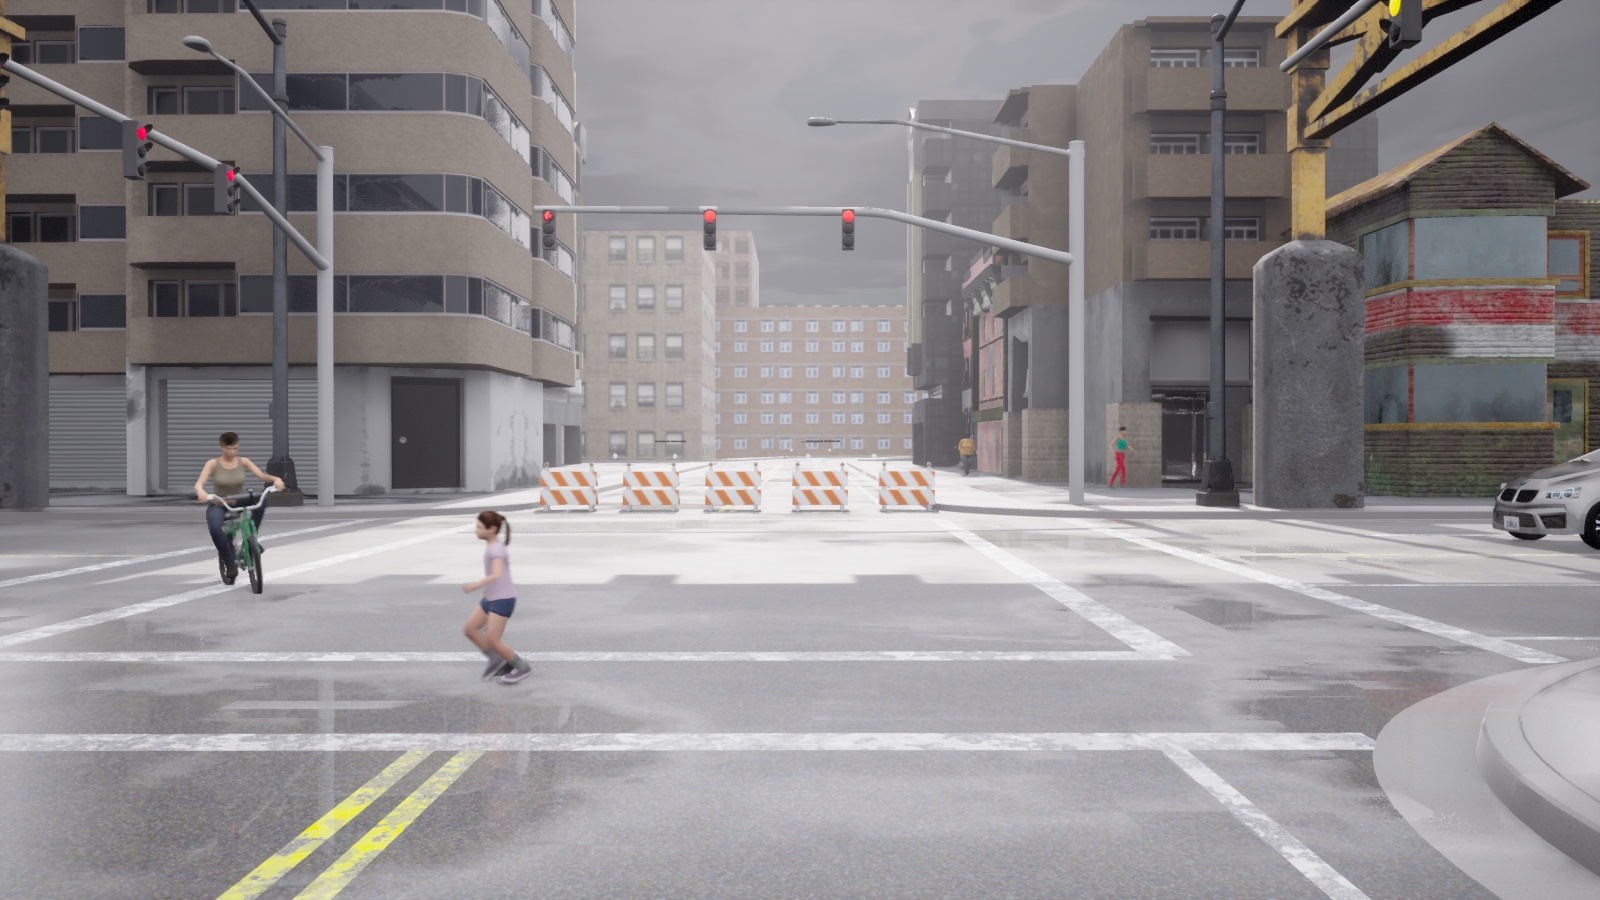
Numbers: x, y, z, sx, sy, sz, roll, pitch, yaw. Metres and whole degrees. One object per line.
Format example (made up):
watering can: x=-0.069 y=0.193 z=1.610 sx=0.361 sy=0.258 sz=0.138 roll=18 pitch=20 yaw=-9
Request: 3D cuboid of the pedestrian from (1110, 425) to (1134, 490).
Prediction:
pedestrian: x=9.278 y=0.215 z=36.208 sx=0.345 sy=1.836 sz=0.594 roll=0 pitch=0 yaw=-38

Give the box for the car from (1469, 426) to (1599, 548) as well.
car: x=12.614 y=0.498 z=18.226 sx=4.611 sy=1.667 sz=2.242 roll=0 pitch=0 yaw=0

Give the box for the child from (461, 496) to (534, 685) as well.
child: x=-1.848 y=0.842 z=7.667 sx=0.394 sy=1.110 sz=0.255 roll=0 pitch=0 yaw=-24

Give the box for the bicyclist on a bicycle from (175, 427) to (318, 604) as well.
bicyclist on a bicycle: x=-5.585 y=0.607 z=12.624 sx=0.866 sy=1.612 sz=1.509 roll=-5 pitch=3 yaw=-38

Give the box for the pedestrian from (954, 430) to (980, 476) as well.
pedestrian: x=6.774 y=0.130 z=50.872 sx=0.874 sy=1.855 sz=0.900 roll=0 pitch=0 yaw=-4
